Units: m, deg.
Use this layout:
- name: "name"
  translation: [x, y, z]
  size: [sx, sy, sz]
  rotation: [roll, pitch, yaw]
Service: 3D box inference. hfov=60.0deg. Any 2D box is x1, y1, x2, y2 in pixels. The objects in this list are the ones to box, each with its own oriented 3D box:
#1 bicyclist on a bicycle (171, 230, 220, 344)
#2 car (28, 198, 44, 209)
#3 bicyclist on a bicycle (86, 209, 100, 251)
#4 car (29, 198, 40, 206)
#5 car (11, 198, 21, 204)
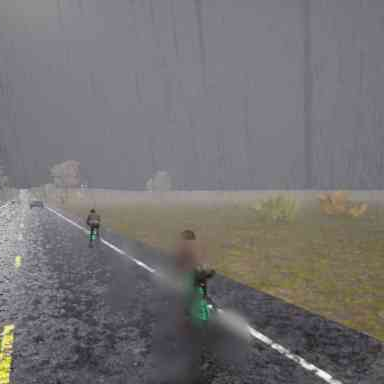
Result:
- name: "bicyclist on a bicycle"
  translation: [0.018, 1.462, 5.442]
  size: [0.582, 1.620, 1.656]
  rotation: [-1, 0, -26]
- name: "car"
  translation: [-25.046, 1.908, 53.659]
  size: [1.837, 1.490, 4.892]
  rotation: [-1, 0, -27]
- name: "bicyclist on a bicycle"
  translation: [-3.999, 1.527, 13.516]
  size: [0.582, 1.620, 1.656]
  rotation: [-1, 0, -27]
- name: "car"
  translation: [-31.780, 2.006, 66.887]
  size: [1.837, 1.490, 4.892]
  rotation: [-1, 0, -27]
- name: "car"
  translation: [-42.114, 2.188, 79.716]
  size: [2.033, 1.411, 5.357]
  rotation: [-1, 0, -27]
